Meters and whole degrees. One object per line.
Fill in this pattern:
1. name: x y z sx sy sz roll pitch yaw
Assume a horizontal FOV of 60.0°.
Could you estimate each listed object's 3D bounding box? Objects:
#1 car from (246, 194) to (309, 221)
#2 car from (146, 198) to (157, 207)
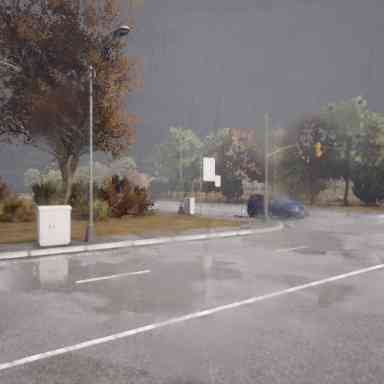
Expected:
1. car: 6.866 1.233 27.370 2.150 2.045 5.566 0 0 -32
2. car: -7.216 1.488 49.496 2.033 1.411 5.357 0 0 -33
